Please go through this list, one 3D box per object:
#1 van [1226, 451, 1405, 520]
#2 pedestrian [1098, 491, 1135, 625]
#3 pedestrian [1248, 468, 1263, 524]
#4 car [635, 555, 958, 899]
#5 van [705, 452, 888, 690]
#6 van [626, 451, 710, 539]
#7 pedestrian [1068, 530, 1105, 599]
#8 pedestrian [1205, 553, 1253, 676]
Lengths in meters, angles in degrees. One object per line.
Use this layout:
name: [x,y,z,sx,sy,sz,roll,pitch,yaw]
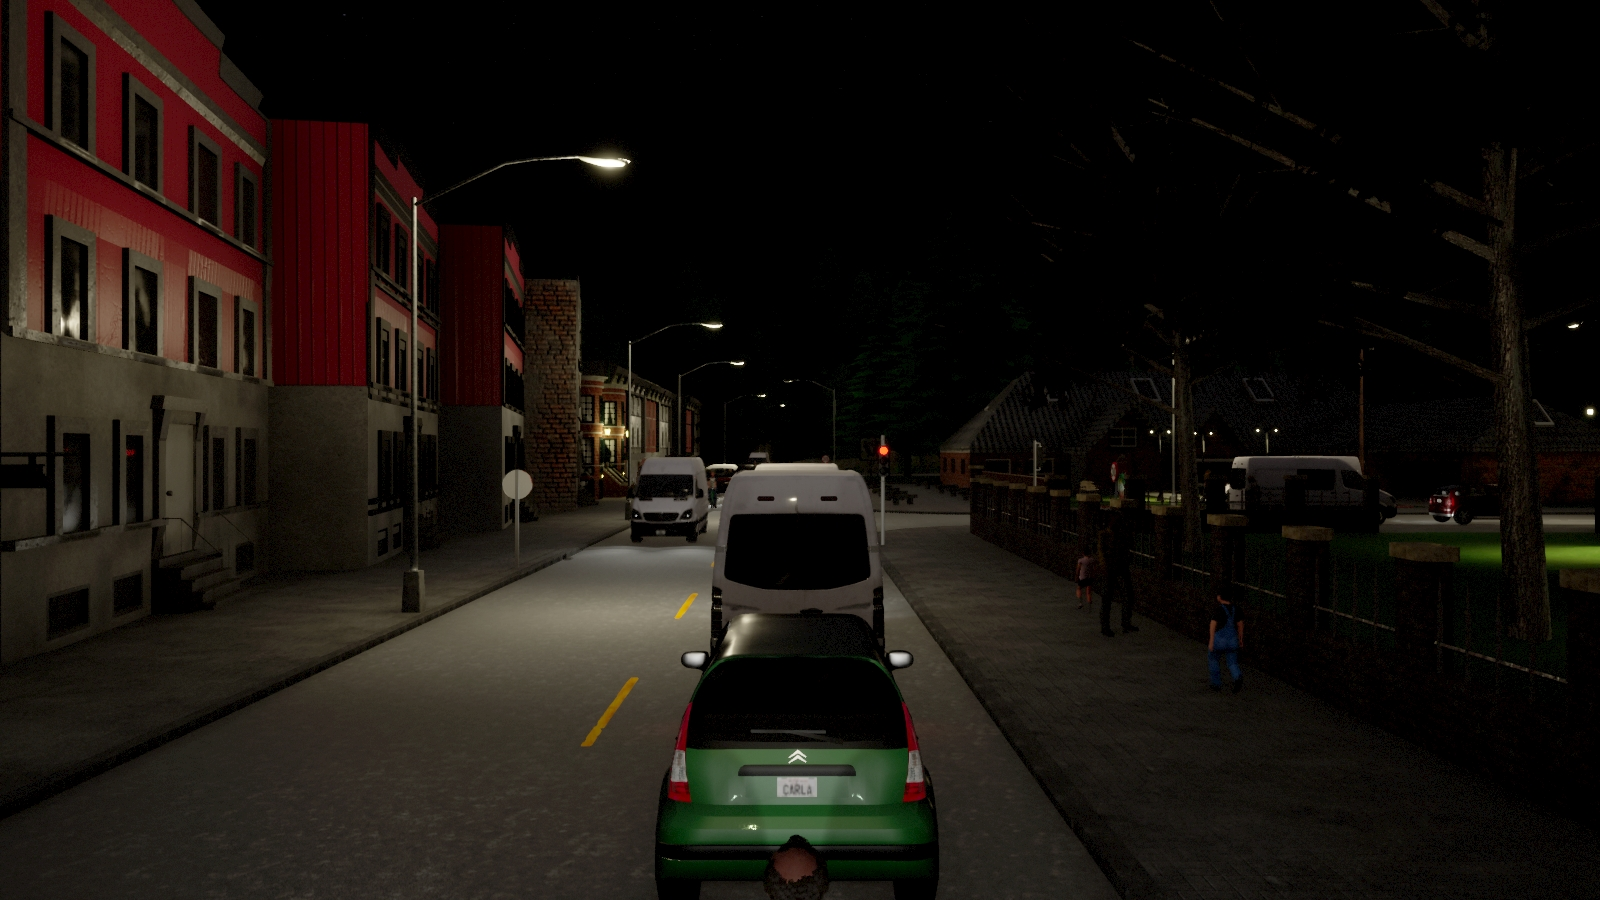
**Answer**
van: [19.552,1.314,43.543,5.915,2.561,1.988,0,0,1]
pedestrian: [4.494,1.525,16.244,0.375,1.860,0.375,0,0,-14]
pedestrian: [15.247,1.525,38.279,0.375,1.860,0.375,0,0,5]
car: [-0.023,1.779,8.527,1.851,1.617,3.988,0,0,0]
van: [-0.048,1.314,15.312,1.988,2.561,5.915,0,0,0]
van: [-4.096,1.314,36.346,1.988,2.561,5.915,0,0,0]
pedestrian: [4.765,1.904,19.016,0.500,1.100,0.500,0,0,-1]
pedestrian: [4.726,1.805,12.606,0.375,1.300,0.375,0,0,-3]
